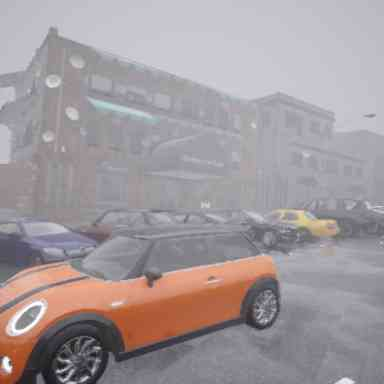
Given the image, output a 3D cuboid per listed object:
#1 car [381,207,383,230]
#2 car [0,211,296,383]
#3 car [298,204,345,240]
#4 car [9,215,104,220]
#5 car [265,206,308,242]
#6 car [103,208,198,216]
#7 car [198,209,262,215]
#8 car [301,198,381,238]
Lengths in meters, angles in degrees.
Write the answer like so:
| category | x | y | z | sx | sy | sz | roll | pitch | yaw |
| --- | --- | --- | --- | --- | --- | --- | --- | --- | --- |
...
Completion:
| category | x | y | z | sx | sy | sz | roll | pitch | yaw |
| --- | --- | --- | --- | --- | --- | --- | --- | --- | --- |
| car | 9.562 | 1.657 | 20.342 | 4.892 | 1.521 | 2.231 | -1 | -1 | 35 |
| car | -0.707 | 1.360 | 5.324 | 4.553 | 1.767 | 2.097 | 0 | 0 | -35 |
| car | 4.618 | 1.571 | 17.070 | 5.366 | 1.575 | 1.946 | -1 | -1 | 35 |
| car | -4.798 | 1.517 | 10.176 | 4.674 | 1.452 | 2.002 | -1 | -1 | 35 |
| car | 2.370 | 1.541 | 15.272 | 5.008 | 1.535 | 2.097 | -1 | -1 | 35 |
| car | -2.389 | 1.367 | 11.850 | 4.553 | 1.767 | 2.185 | -1 | -1 | 35 |
| car | -0.013 | 1.512 | 13.566 | 5.008 | 1.535 | 2.097 | -1 | -1 | 35 |
| car | 7.138 | 1.362 | 18.674 | 5.566 | 2.045 | 2.435 | -1 | -1 | 35 |
